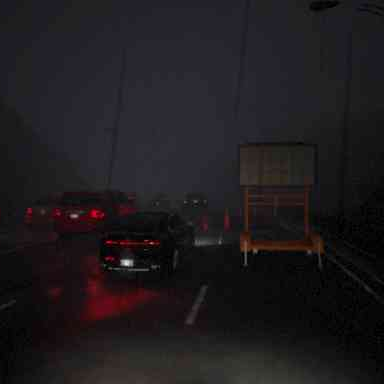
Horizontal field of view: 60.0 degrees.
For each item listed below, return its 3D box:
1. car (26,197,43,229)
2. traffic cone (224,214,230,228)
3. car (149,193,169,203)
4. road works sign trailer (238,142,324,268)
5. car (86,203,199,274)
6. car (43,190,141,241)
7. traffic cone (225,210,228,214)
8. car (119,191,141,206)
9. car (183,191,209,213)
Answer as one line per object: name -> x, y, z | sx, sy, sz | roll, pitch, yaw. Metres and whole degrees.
car -> -7.143, 0.964, 18.550 | 2.097, 1.767, 4.553 | 0, 1, 5
traffic cone -> 1.861, 1.583, 17.640 | 0.340, 0.580, 0.340 | 0, 1, 6
car -> -3.267, 0.829, 33.209 | 1.812, 1.442, 4.674 | 0, 1, -2
road works sign trailer -> 2.635, 0.240, 10.496 | 2.380, 3.560, 2.880 | 0, 1, 6
car -> -1.107, 1.295, 9.906 | 1.837, 1.490, 4.892 | 0, 1, 9
car -> -3.958, 0.911, 14.770 | 2.150, 2.045, 5.566 | 0, 1, 7
traffic cone -> 2.063, 1.541, 19.629 | 0.340, 0.580, 0.340 | 0, 1, 6
car -> -6.983, 0.714, 37.853 | 1.837, 1.490, 4.892 | 0, 2, -4
car -> 0.297, 0.761, 28.093 | 2.097, 1.767, 4.553 | 0, 1, 1
